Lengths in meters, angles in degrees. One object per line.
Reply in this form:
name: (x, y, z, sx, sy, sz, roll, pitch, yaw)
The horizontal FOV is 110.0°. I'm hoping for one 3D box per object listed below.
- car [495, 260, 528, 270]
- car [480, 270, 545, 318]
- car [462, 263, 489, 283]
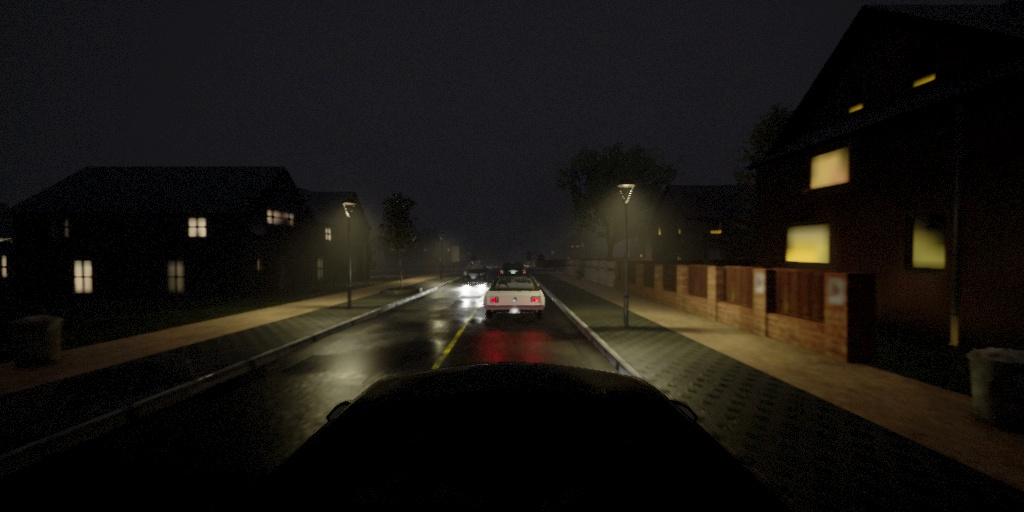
car: (0.090, 1.170, 26.830, 2.097, 1.767, 4.553, 0, 0, 0)
car: (0.089, 1.373, 13.082, 1.895, 1.301, 4.718, 0, 0, 0)
car: (-2.820, 1.318, 28.714, 2.128, 1.511, 4.902, 0, 0, 0)
